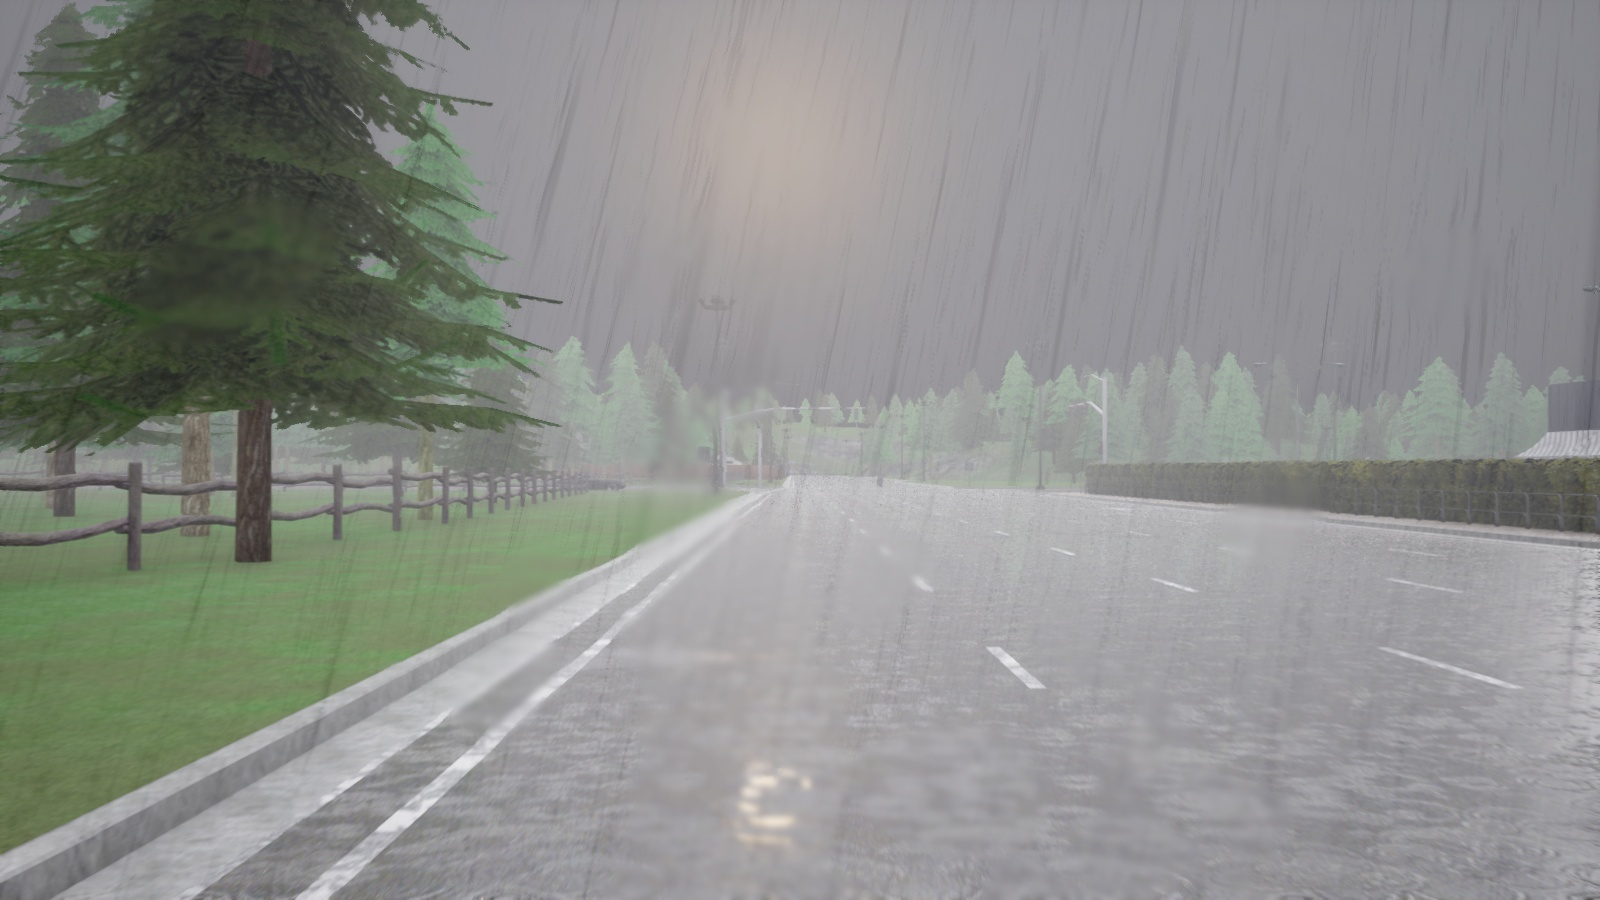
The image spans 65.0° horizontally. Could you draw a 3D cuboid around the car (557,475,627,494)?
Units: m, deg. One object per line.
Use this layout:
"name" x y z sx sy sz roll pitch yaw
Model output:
"car" -14.709 2.463 88.974 4.718 1.301 1.895 0 -1 -1
